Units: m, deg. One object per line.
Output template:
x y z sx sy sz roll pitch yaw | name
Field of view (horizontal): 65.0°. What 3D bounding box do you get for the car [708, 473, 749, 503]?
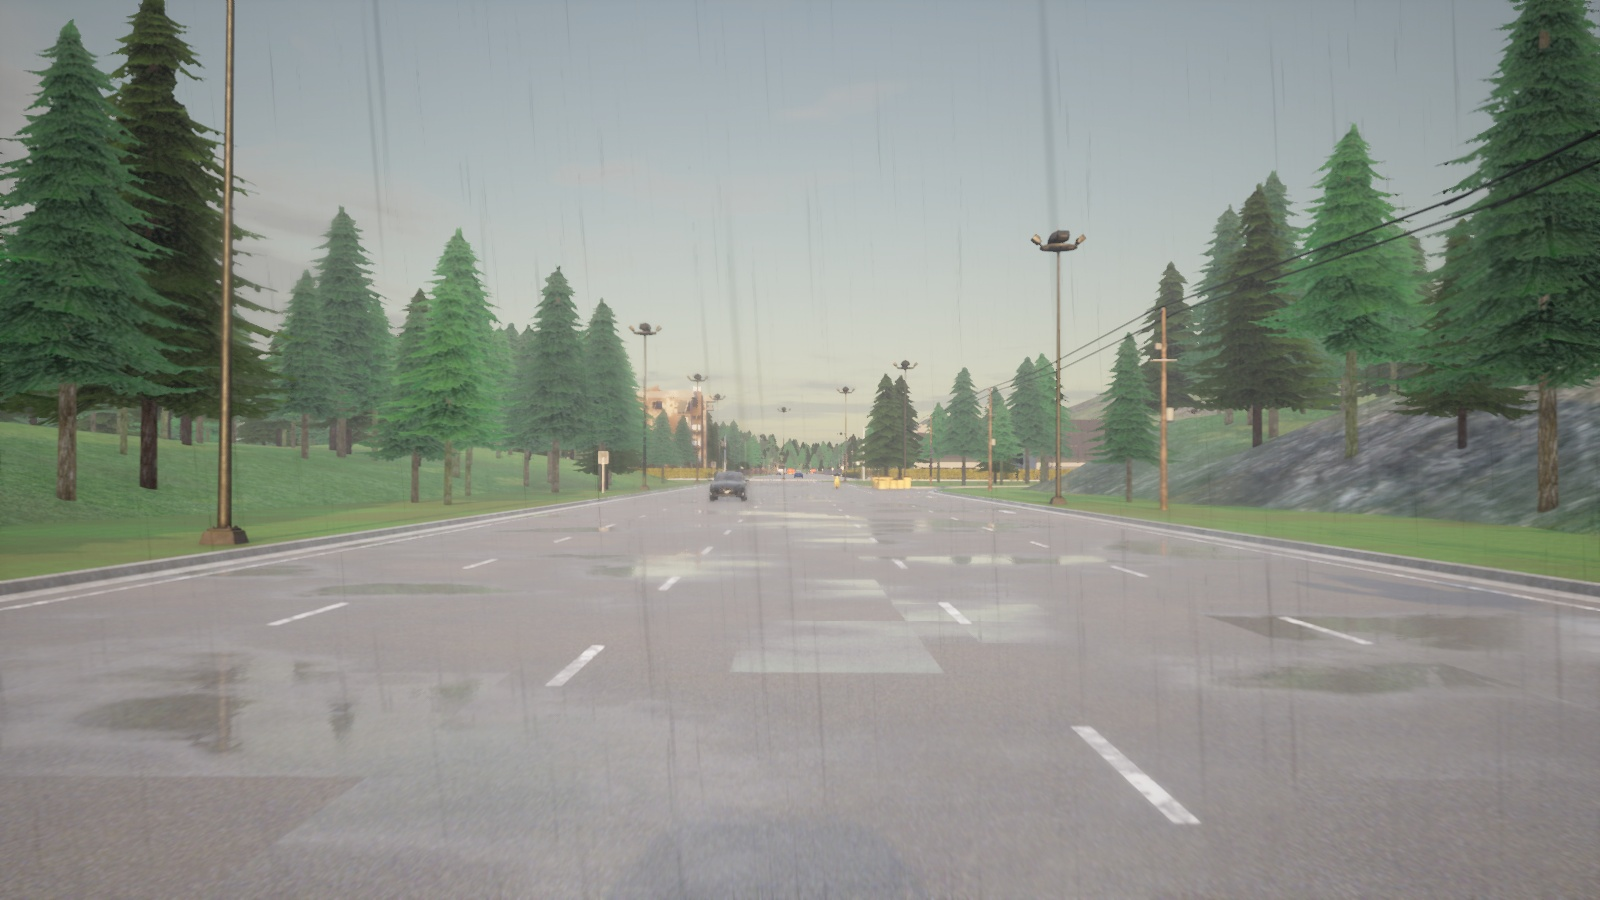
-3.657 1.923 65.031 1.837 1.490 4.892 0 -1 0 | car
